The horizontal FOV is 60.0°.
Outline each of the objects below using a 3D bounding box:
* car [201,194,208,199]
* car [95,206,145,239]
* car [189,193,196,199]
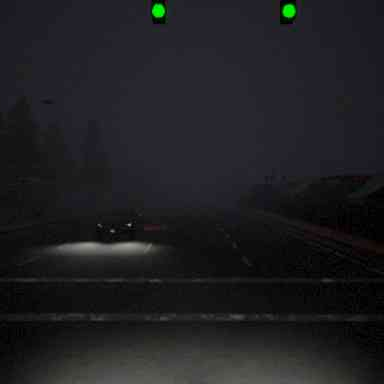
[{"bbox_3d":[3.616,1.192,94.663,2.033,1.411,5.357,0,0,-2],"label":"car"},{"bbox_3d":[-3.596,1.487,17.344,1.812,1.442,4.674,0,0,0],"label":"car"},{"bbox_3d":[0.115,1.154,94.663,1.837,1.490,4.892,0,0,-2],"label":"car"}]
